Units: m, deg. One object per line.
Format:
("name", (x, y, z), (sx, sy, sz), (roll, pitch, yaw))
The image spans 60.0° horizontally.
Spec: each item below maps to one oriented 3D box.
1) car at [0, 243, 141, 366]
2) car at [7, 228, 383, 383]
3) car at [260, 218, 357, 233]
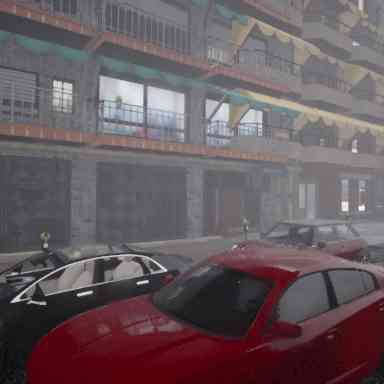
("car", (-1.880, 1.551, 5.201), (4.403, 1.369, 2.008), (0, 1, -35))
("car", (0.798, 1.478, 3.940), (5.008, 1.535, 1.882), (0, 0, -35))
("car", (2.729, 1.442, 8.472), (4.097, 1.590, 1.967), (0, 1, -35))
